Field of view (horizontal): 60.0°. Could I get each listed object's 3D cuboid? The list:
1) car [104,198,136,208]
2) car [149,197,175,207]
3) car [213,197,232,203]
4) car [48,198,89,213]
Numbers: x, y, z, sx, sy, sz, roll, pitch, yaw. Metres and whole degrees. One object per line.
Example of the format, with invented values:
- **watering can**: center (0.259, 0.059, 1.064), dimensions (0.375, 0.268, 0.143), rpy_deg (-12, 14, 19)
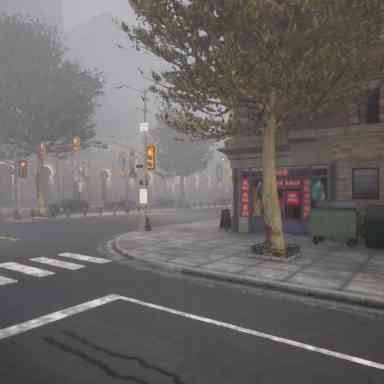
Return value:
- **car**: center (-10.321, 1.595, 47.923), dimensions (1.895, 1.301, 4.718), rpy_deg (0, 0, 36)
- **car**: center (-4.515, 1.526, 50.575), dimensions (1.812, 1.442, 4.674), rpy_deg (0, 0, 36)
- **car**: center (5.943, 1.653, 64.974), dimensions (1.895, 1.301, 4.718), rpy_deg (0, 0, 36)
- **car**: center (-13.945, 1.503, 37.489), dimensions (1.837, 1.490, 4.892), rpy_deg (0, 0, 36)
